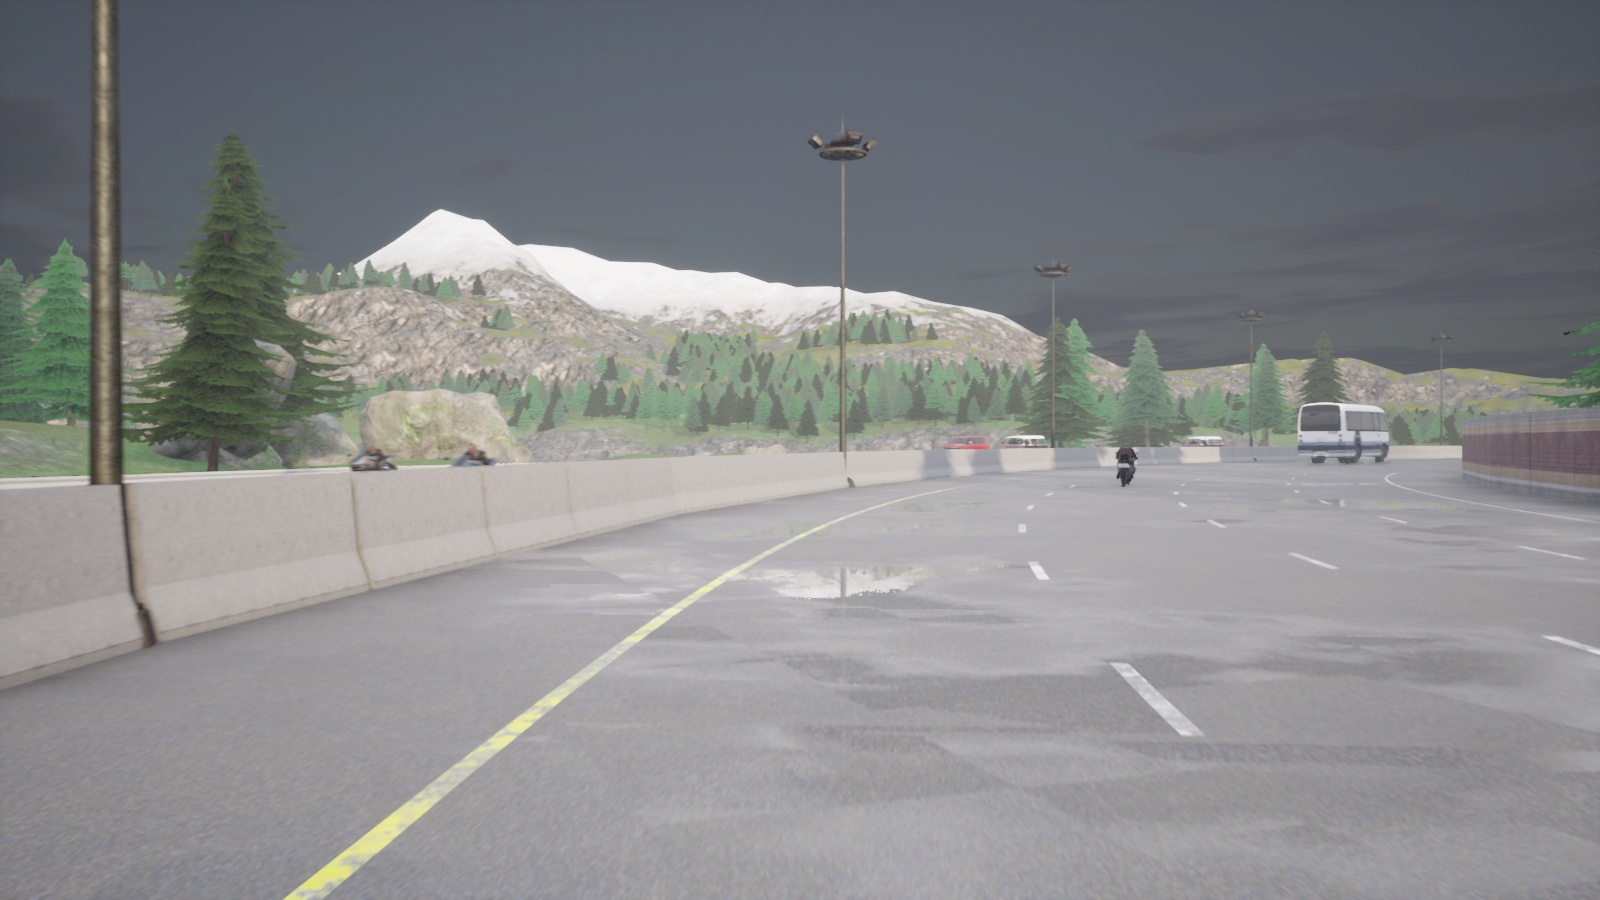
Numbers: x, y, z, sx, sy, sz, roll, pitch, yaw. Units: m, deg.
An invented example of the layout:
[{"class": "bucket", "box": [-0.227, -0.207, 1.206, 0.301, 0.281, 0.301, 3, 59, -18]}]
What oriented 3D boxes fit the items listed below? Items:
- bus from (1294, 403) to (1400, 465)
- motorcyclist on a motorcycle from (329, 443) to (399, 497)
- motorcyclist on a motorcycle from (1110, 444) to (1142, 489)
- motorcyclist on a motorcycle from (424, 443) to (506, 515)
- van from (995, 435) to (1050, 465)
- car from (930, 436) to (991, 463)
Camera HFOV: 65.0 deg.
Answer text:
[{"class": "bus", "box": [39.665, -1.094, 90.814, 3.944, 4.253, 10.273, 0, 0, 42]}, {"class": "motorcyclist on a motorcycle", "box": [-12.684, 0.559, 36.605, 0.866, 1.530, 2.191, 1, 1, 14]}, {"class": "motorcyclist on a motorcycle", "box": [11.285, 0.550, 43.437, 0.866, 1.530, 2.191, 1, 1, 19]}, {"class": "motorcyclist on a motorcycle", "box": [-7.462, 0.614, 28.078, 0.866, 1.530, 2.191, 1, 0, 12]}, {"class": "van", "box": [15.808, -0.014, 89.171, 2.069, 2.038, 4.480, 0, 0, 36]}, {"class": "car", "box": [12.349, -0.062, 96.273, 2.150, 2.045, 5.566, 0, 0, 37]}]
